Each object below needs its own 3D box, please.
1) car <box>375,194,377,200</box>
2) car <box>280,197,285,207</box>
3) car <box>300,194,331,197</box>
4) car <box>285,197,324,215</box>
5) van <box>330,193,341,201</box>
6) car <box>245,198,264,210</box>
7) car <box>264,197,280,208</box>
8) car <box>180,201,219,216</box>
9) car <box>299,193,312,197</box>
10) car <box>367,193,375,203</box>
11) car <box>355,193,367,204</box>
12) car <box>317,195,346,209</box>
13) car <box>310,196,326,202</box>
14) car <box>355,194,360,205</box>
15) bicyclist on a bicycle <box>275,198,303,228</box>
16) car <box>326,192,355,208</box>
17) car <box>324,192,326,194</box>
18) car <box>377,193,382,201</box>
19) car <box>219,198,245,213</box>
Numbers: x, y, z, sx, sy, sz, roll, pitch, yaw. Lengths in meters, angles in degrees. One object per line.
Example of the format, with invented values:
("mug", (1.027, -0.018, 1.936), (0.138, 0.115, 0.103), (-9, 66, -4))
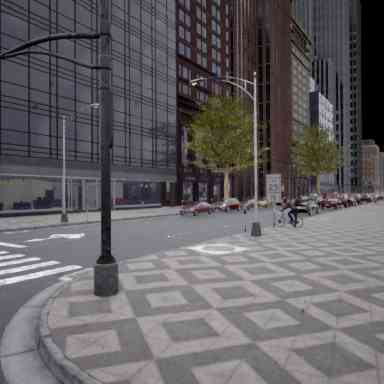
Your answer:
("car", (36.420, 1.303, 68.776), (1.752, 1.417, 4.829), (-1, 0, 35))
("car", (13.320, 1.456, 50.252), (1.947, 1.339, 4.313), (0, 0, 35))
("car", (16.571, 1.340, 44.474), (2.128, 1.511, 4.902), (-1, 0, 35))
("car", (10.747, 1.424, 31.478), (1.947, 1.339, 4.313), (0, 0, 35))
("van", (35.701, 1.186, 82.771), (1.690, 1.788, 3.998), (-1, 0, 35))
("car", (6.925, 1.495, 40.961), (1.802, 1.307, 4.206), (0, 0, 35))
("car", (10.026, 1.427, 45.466), (1.752, 1.417, 4.829), (0, 0, 35))
("car", (0.531, 1.525, 31.670), (1.802, 1.307, 4.206), (0, 0, 35))
("car", (19.715, 1.416, 59.543), (1.887, 1.381, 4.507), (0, 0, 35))
("car", (33.126, 1.100, 63.993), (2.192, 1.841, 5.009), (0, 0, 35))
("car", (26.731, 1.118, 54.703), (2.192, 1.841, 5.009), (0, 0, 35))
("car", (17.141, 1.377, 40.768), (1.887, 1.381, 4.507), (0, 0, 35))
("car", (26.111, 1.419, 68.834), (1.947, 1.339, 4.313), (0, 0, 35))
("car", (23.535, 1.378, 50.057), (1.947, 1.339, 4.313), (0, 0, 35))
("bicyclist on a bicycle", (5.315, 1.177, 18.363), (1.656, 1.620, 0.582), (-1, 0, 35))
("car", (20.337, 1.137, 45.414), (2.192, 1.841, 5.009), (0, 0, 35))
("car", (22.260, 1.052, 52.739), (2.150, 2.045, 5.566), (-1, 0, 35))
("car", (42.718, 1.359, 77.926), (1.802, 1.307, 4.206), (-1, 0, 35))
("car", (3.727, 1.367, 36.315), (1.967, 1.590, 4.097), (0, 0, 35))
